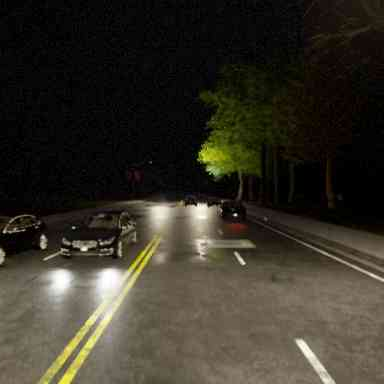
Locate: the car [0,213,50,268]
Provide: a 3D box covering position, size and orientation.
[{"bbox_3d":[-6.536,1.502,11.246,1.837,1.490,4.892,0,-1,0],"label":"car"}]

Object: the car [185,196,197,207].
[{"bbox_3d":[-0.145,1.418,48.802,2.033,1.411,5.357,0,0,0],"label":"car"}]

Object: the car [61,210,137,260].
[{"bbox_3d":[-3.275,1.501,12.535,1.837,1.490,4.892,0,0,0],"label":"car"}]

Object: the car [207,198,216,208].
[{"bbox_3d":[3.046,1.481,46.433,1.895,1.301,4.718,0,0,0],"label":"car"}]

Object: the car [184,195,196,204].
[{"bbox_3d":[-0.371,1.363,60.435,2.033,1.411,5.357,0,0,-1],"label":"car"}]

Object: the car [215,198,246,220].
[{"bbox_3d":[3.252,1.453,27.383,1.837,1.490,4.892,0,0,0],"label":"car"}]
